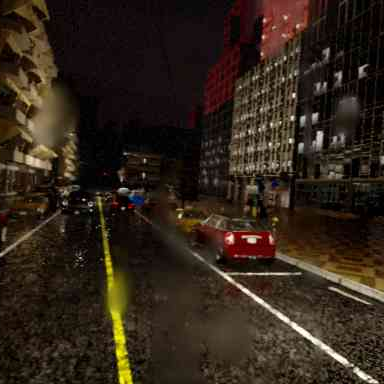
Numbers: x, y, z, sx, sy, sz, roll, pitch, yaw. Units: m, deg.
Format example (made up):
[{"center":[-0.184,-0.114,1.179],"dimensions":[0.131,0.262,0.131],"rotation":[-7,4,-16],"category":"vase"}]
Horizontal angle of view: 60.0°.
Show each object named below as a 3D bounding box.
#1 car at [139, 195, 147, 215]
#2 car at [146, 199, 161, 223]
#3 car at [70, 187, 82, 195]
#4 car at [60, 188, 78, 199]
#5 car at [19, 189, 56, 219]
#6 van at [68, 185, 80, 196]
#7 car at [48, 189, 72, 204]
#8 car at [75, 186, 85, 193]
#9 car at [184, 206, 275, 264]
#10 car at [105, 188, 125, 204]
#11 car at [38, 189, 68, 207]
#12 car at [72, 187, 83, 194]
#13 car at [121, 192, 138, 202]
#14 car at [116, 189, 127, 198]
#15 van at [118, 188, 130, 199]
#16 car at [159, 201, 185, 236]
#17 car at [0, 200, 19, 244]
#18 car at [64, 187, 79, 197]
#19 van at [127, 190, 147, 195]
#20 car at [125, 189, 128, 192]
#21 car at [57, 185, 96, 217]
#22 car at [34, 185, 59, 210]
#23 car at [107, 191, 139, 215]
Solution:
[{"center":[-3.253,1.221,27.984],"dimensions":[1.802,1.307,4.206],"rotation":[3,0,-16],"category":"car"},{"center":[-1.739,1.349,22.671],"dimensions":[1.802,1.307,4.206],"rotation":[3,0,-16],"category":"car"},{"center":[-21.890,-0.184,62.878],"dimensions":[1.802,1.307,4.206],"rotation":[3,0,-16],"category":"car"},{"center":[-17.346,0.169,46.936],"dimensions":[1.947,1.339,4.313],"rotation":[3,0,-16],"category":"car"},{"center":[-9.729,0.764,20.204],"dimensions":[1.752,1.417,4.829],"rotation":[3,0,-16],"category":"car"},{"center":[-20.361,-0.302,57.563],"dimensions":[1.690,1.788,3.998],"rotation":[3,0,-16],"category":"van"},{"center":[-14.318,0.404,36.309],"dimensions":[2.008,1.369,4.403],"rotation":[3,0,-16],"category":"car"},{"center":[-26.430,-0.565,78.819],"dimensions":[1.947,1.339,4.313],"rotation":[3,0,-16],"category":"car"},{"center":[1.297,1.464,12.041],"dimensions":[1.967,1.590,4.097],"rotation":[3,0,-16],"category":"car"},{"center":[-9.652,0.654,40.969],"dimensions":[1.837,1.490,4.892],"rotation":[4,1,-16],"category":"car"},{"center":[-12.804,0.530,30.996],"dimensions":[2.008,1.369,4.403],"rotation":[3,0,-16],"category":"car"},{"center":[-23.403,-0.306,68.191],"dimensions":[1.802,1.307,4.206],"rotation":[3,0,-16],"category":"car"},{"center":[-9.307,0.702,49.239],"dimensions":[1.947,1.339,4.313],"rotation":[3,0,-16],"category":"car"},{"center":[-13.893,0.288,65.343],"dimensions":[1.752,1.417,4.829],"rotation":[3,0,-16],"category":"car"},{"center":[-12.321,0.231,59.866],"dimensions":[1.690,1.788,3.998],"rotation":[3,0,-16],"category":"van"},{"center":[-0.268,1.417,17.520],"dimensions":[1.752,1.417,4.829],"rotation":[3,0,-16],"category":"car"},{"center":[-6.750,1.036,9.740],"dimensions":[1.887,1.381,4.507],"rotation":[3,0,-16],"category":"car"},{"center":[-18.859,0.024,52.250],"dimensions":[1.887,1.381,4.507],"rotation":[3,0,-16],"category":"car"},{"center":[-6.265,0.727,38.610],"dimensions":[1.690,1.788,3.998],"rotation":[3,0,-16],"category":"van"},{"center":[-7.836,0.782,44.088],"dimensions":[1.752,1.417,4.829],"rotation":[3,0,-16],"category":"car"},{"center":[-7.979,0.692,23.622],"dimensions":[2.097,1.767,4.553],"rotation":[4,0,-16],"category":"car"},{"center":[-11.276,0.422,25.679],"dimensions":[2.192,1.841,5.009],"rotation":[3,0,-16],"category":"car"},{"center":[-5.769,0.998,27.343],"dimensions":[1.812,1.442,4.674],"rotation":[4,0,-15],"category":"car"}]
